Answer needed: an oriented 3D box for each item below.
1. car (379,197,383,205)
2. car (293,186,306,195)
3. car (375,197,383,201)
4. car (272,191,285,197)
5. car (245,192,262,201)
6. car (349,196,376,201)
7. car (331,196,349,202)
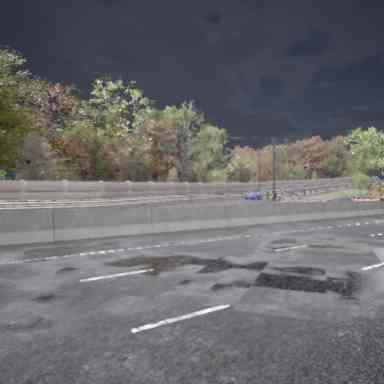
[{"bbox_3d":[35.896,1.563,60.034,4.718,1.301,1.895,0,0,-36],"label":"car"},{"bbox_3d":[27.857,-0.397,86.029,2.150,2.045,5.566,0,2,35],"label":"car"},{"bbox_3d":[27.536,1.472,45.430,4.892,1.490,1.837,0,0,-35],"label":"car"},{"bbox_3d":[19.174,0.528,73.076,2.128,1.511,4.902,0,1,32],"label":"car"},{"bbox_3d":[11.049,0.807,59.762,1.882,1.535,5.008,0,1,31],"label":"car"},{"bbox_3d":[25.259,1.315,48.103,4.553,1.767,2.097,0,0,-35],"label":"car"},{"bbox_3d":[23.074,1.460,50.834,4.892,1.490,1.837,0,0,-35],"label":"car"}]
